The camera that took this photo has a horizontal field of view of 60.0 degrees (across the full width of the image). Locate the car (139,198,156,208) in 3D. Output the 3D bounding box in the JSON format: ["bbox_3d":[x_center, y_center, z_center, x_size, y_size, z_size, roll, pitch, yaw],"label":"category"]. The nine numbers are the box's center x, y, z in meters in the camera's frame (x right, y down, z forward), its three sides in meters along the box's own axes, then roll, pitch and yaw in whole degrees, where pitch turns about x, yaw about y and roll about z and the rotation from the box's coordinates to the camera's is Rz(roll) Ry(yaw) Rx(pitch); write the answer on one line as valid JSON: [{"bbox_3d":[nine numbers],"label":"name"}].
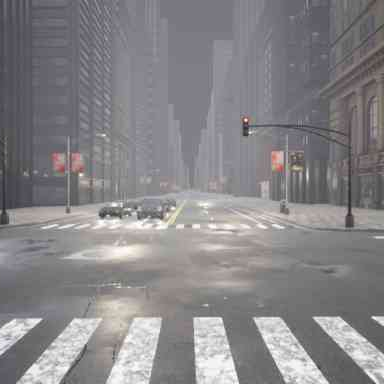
[{"bbox_3d":[-6.588,1.563,49.551,1.895,1.301,4.718,0,0,0],"label":"car"}]

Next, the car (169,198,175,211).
[{"bbox_3d":[-3.338,1.523,37.584,2.033,1.411,5.357,0,0,0],"label":"car"}]

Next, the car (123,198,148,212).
[{"bbox_3d":[-6.586,1.521,39.465,2.033,1.411,5.357,0,0,0],"label":"car"}]

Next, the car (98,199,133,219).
[{"bbox_3d":[-6.564,1.531,29.366,2.033,1.411,5.357,0,0,4],"label":"car"}]

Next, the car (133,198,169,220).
[{"bbox_3d":[-3.340,1.336,28.109,2.097,1.767,4.553,0,0,0],"label":"car"}]

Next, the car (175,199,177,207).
[{"bbox_3d":[-3.337,1.526,49.365,1.994,1.385,4.181,0,0,0],"label":"car"}]
